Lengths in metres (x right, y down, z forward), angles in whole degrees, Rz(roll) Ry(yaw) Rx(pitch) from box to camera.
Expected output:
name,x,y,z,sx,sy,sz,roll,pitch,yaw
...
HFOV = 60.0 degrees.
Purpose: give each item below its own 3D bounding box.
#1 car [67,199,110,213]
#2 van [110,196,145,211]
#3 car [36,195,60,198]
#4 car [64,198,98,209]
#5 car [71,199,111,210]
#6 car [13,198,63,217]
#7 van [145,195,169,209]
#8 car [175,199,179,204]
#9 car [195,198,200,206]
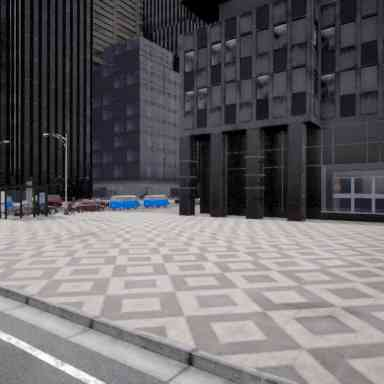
name,x,y,z,sx,sy,sz,roll,pitch,yaw
car,-11.348,1.576,35.585,1.802,1.307,4.206,0,0,35
van,-8.055,1.332,40.211,1.690,1.788,3.998,0,0,35
car,-18.293,1.285,40.527,2.192,1.841,5.009,0,0,35
car,-15.002,1.548,45.153,1.802,1.307,4.206,0,0,35
car,-13.062,1.575,43.284,1.895,1.301,4.718,0,0,35
car,-14.640,1.549,30.960,2.008,1.369,4.403,0,0,35
van,-4.763,1.330,44.836,1.690,1.788,3.998,0,0,35
car,-1.079,1.579,59.949,1.895,1.301,4.718,0,0,35
car,1.821,1.569,54.087,1.802,1.307,4.206,0,0,35
